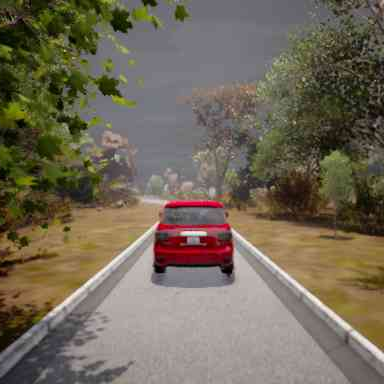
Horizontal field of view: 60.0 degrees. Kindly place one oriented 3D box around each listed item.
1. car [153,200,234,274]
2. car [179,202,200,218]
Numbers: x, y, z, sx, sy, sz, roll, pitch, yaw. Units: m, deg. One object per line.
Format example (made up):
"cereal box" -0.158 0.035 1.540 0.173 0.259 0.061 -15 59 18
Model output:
"car" 0.051 1.252 10.754 2.150 2.045 5.566 0 0 0
"car" -0.313 1.683 32.693 1.895 1.301 4.718 0 0 -2
